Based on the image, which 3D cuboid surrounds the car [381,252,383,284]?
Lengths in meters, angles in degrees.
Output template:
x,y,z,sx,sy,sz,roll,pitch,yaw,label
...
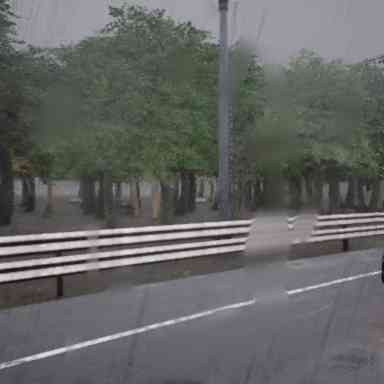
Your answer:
x,y,z,sx,sy,sz,roll,pitch,yaw,label
6.477,1.318,7.639,4.553,1.767,2.097,0,0,-31,car
